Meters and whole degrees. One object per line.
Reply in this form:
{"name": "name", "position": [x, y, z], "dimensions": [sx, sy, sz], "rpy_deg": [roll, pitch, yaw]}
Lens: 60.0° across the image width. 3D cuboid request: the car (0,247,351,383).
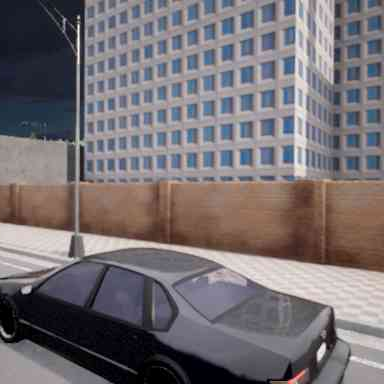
{"name": "car", "position": [-0.829, 1.519, 4.584], "dimensions": [5.357, 1.411, 2.033], "rpy_deg": [1, 0, 36]}
